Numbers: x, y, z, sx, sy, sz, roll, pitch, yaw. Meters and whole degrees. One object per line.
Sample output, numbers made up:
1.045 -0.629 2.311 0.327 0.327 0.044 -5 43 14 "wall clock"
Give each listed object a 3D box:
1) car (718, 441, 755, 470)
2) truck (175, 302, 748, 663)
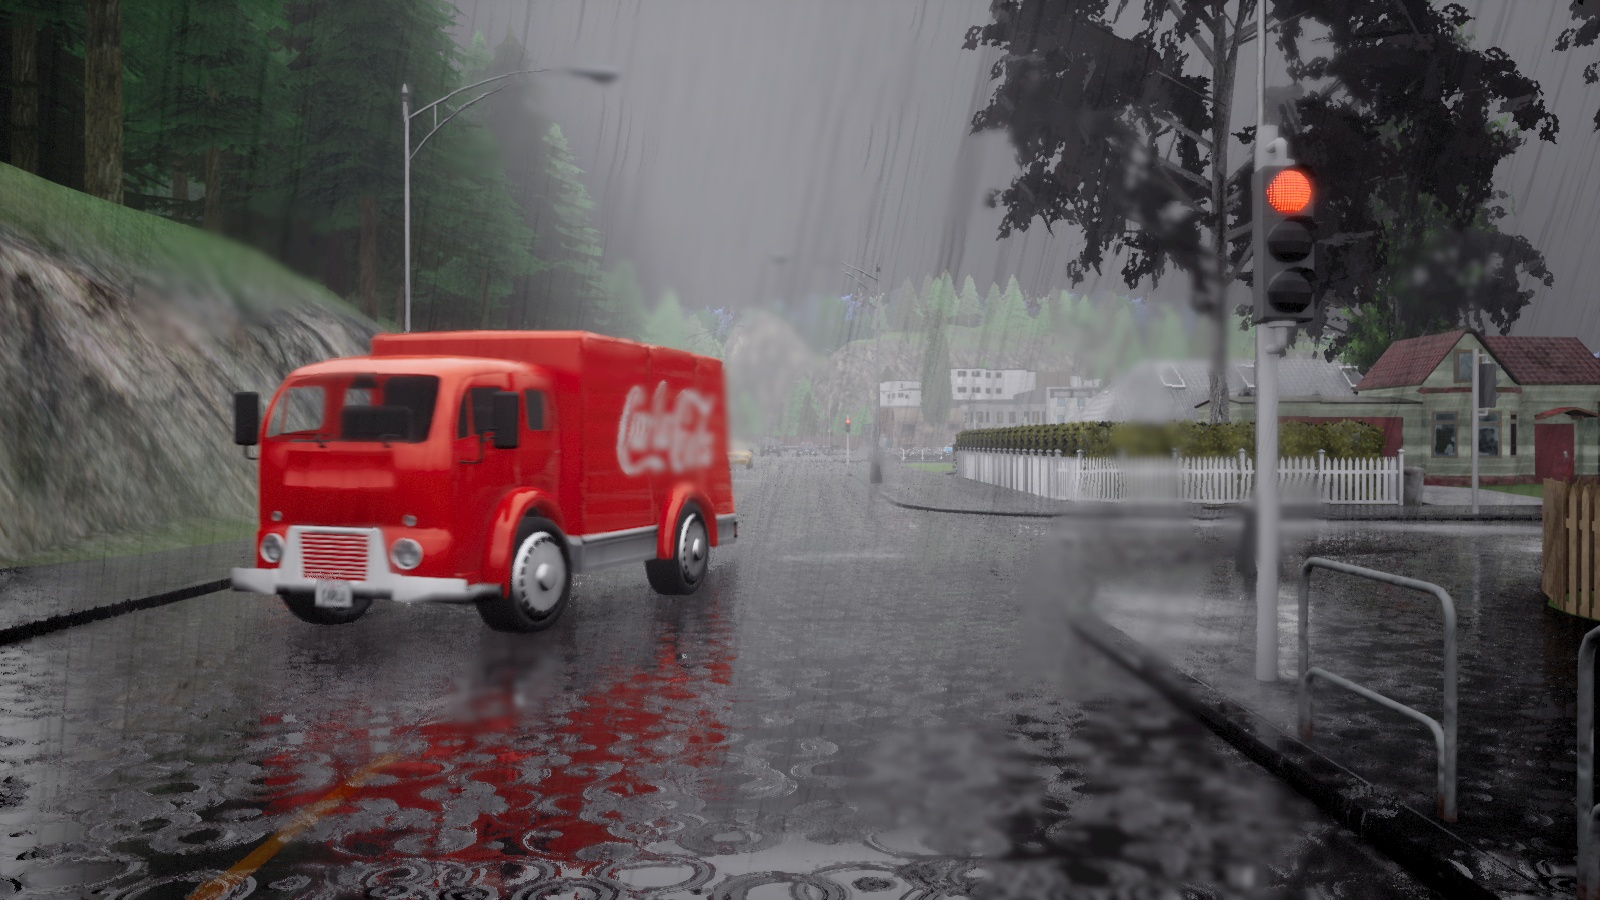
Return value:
-3.594 0.276 71.967 1.801 1.575 5.366 0 0 0 "car"
-2.616 0.193 11.457 2.627 2.467 5.204 1 1 18 "truck"
